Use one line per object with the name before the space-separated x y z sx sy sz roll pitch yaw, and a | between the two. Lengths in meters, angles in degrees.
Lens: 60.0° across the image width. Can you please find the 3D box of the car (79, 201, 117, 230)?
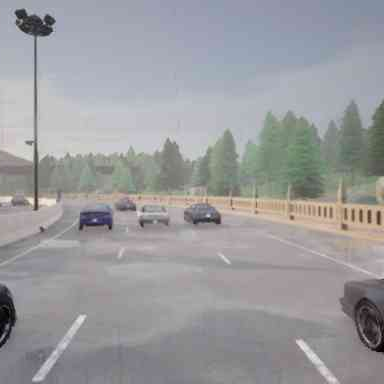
car | -5.982 1.440 21.166 1.882 1.535 5.008 0 0 -12

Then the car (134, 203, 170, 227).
car | -2.742 1.547 22.744 1.895 1.301 4.718 0 0 -13

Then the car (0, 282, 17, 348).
car | -3.660 1.567 3.490 1.994 1.385 4.181 0 0 -2

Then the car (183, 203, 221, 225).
car | 0.629 1.496 23.516 1.994 1.385 4.181 0 0 -12

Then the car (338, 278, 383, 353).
car | 3.442 1.526 3.072 2.033 1.411 5.357 0 0 -2

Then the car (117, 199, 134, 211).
car | -7.826 1.484 38.701 1.994 1.385 4.181 0 0 -22
